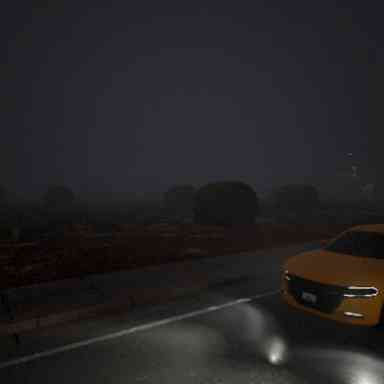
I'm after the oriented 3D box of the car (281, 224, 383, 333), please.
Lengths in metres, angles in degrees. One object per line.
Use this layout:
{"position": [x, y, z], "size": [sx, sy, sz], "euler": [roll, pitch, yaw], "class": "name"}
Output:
{"position": [3.961, 1.429, 6.811], "size": [5.008, 1.535, 1.882], "euler": [0, 0, -34], "class": "car"}
